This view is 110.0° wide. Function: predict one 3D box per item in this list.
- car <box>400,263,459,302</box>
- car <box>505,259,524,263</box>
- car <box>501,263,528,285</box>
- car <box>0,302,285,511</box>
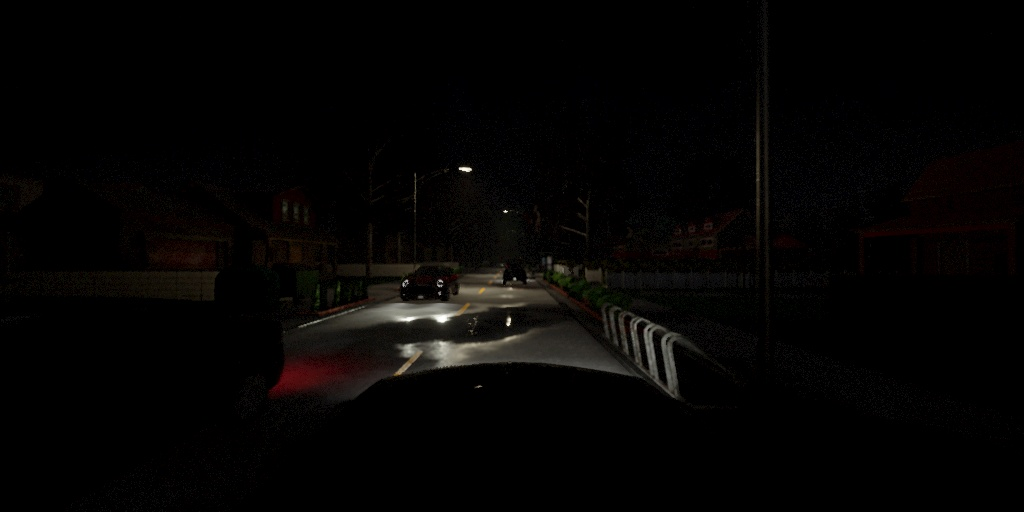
[{"bbox_3d":[-4.022,1.255,18.122,2.097,1.767,4.553,0,0,0],"label":"car"},{"bbox_3d":[0.275,1.377,44.445,2.150,2.045,5.566,0,0,1],"label":"car"},{"bbox_3d":[0.213,1.515,29.438,1.837,1.490,4.892,0,-1,0],"label":"car"},{"bbox_3d":[-4.096,1.238,2.898,1.882,1.535,5.008,0,-1,0],"label":"car"}]
